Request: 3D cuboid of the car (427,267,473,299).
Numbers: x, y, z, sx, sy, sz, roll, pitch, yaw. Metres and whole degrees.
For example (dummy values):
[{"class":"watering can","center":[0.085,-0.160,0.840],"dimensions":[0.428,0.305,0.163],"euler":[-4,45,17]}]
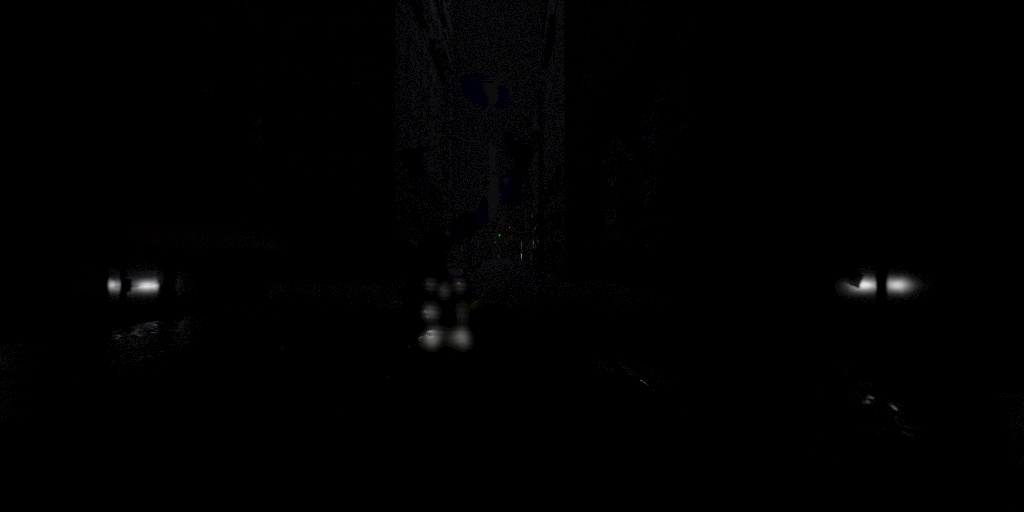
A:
[{"class":"car","center":[-3.091,1.322,18.715],"dimensions":[1.812,1.442,4.674],"euler":[0,0,0]}]
